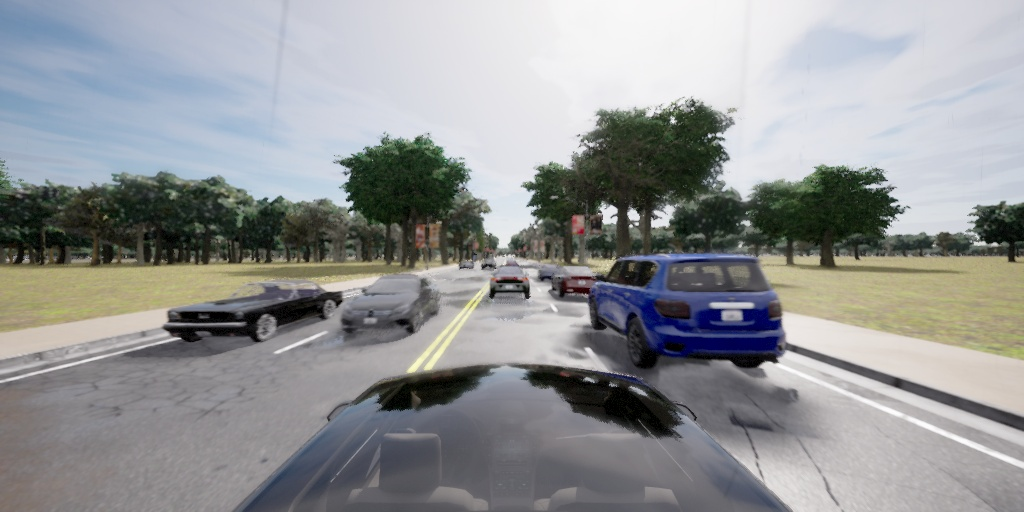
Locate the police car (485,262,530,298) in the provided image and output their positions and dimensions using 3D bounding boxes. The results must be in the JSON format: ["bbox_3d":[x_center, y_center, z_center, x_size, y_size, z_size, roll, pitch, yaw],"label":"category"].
[{"bbox_3d":[-0.097,1.262,18.870,2.038,1.542,4.974,0,0,0],"label":"police car"}]

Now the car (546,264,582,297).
[{"bbox_3d":[3.237,1.264,18.983,2.163,1.488,4.792,0,0,0],"label":"car"}]

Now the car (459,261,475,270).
[{"bbox_3d":[-6.626,1.380,52.943,1.994,1.385,4.181,0,0,0],"label":"car"}]

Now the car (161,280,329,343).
[{"bbox_3d":[-6.603,1.356,9.879,1.895,1.301,4.718,0,0,0],"label":"car"}]

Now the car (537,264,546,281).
[{"bbox_3d":[3.214,1.331,29.958,1.994,1.385,4.181,0,0,0],"label":"car"}]

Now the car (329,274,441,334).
[{"bbox_3d":[-3.355,1.281,10.818,1.812,1.442,4.674,0,0,0],"label":"car"}]

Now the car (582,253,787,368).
[{"bbox_3d":[3.249,0.974,7.978,2.150,2.045,5.566,0,0,0],"label":"car"}]

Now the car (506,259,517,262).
[{"bbox_3d":[-0.054,1.343,56.886,1.994,1.385,4.181,0,0,0],"label":"car"}]

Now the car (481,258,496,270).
[{"bbox_3d":[-3.377,1.052,52.990,2.097,1.767,4.553,0,0,0],"label":"car"}]
